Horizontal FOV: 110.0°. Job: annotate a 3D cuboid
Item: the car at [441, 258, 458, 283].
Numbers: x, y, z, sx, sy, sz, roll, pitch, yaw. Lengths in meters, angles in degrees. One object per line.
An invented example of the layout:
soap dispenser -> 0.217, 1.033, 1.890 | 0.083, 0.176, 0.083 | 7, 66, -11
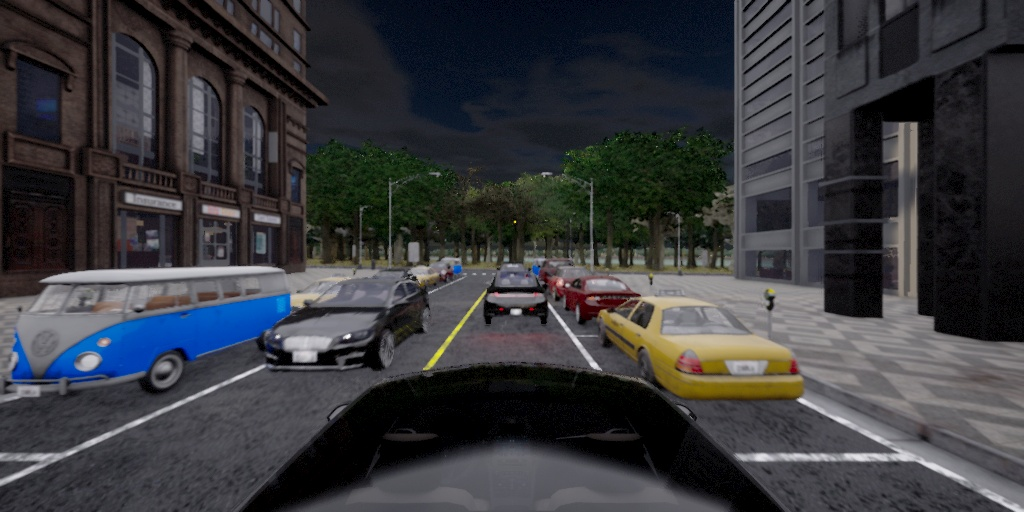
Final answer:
car -> -5.748, 1.208, 28.123 | 1.967, 1.591, 4.097 | 0, 0, 0

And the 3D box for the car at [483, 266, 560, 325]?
car -> 0.106, 1.247, 11.778 | 2.128, 1.511, 4.902 | 0, 0, 0

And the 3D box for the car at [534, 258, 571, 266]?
car -> 2.774, 1.078, 22.680 | 2.192, 1.841, 5.009 | 0, 0, 0

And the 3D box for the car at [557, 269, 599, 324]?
car -> 2.767, 1.301, 11.805 | 1.888, 1.381, 4.507 | 0, 0, 0

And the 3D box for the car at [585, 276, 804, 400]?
car -> 2.764, 1.278, 6.538 | 1.751, 1.417, 4.829 | 0, 0, 0

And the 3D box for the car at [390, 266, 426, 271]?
car -> -5.755, 1.325, 17.248 | 1.948, 1.339, 4.313 | 0, 0, 0

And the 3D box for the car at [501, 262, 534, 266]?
car -> 0.105, 1.115, 21.856 | 2.097, 1.767, 4.553 | 0, 0, 2

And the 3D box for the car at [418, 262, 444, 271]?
car -> -5.752, 1.289, 22.516 | 1.751, 1.417, 4.829 | 0, 0, 0

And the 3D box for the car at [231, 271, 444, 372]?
car -> -3.097, 1.245, 7.817 | 2.128, 1.511, 4.902 | 0, 0, 0

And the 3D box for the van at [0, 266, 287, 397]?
van -> -5.761, 1.093, 6.373 | 1.690, 1.789, 3.998 | 0, 0, 0

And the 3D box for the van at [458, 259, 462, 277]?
van -> -5.745, 1.113, 33.561 | 1.690, 1.789, 3.998 | 0, 0, 0

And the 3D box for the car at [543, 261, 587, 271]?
car -> 2.770, 1.199, 17.243 | 1.967, 1.591, 4.097 | 0, 0, 0
